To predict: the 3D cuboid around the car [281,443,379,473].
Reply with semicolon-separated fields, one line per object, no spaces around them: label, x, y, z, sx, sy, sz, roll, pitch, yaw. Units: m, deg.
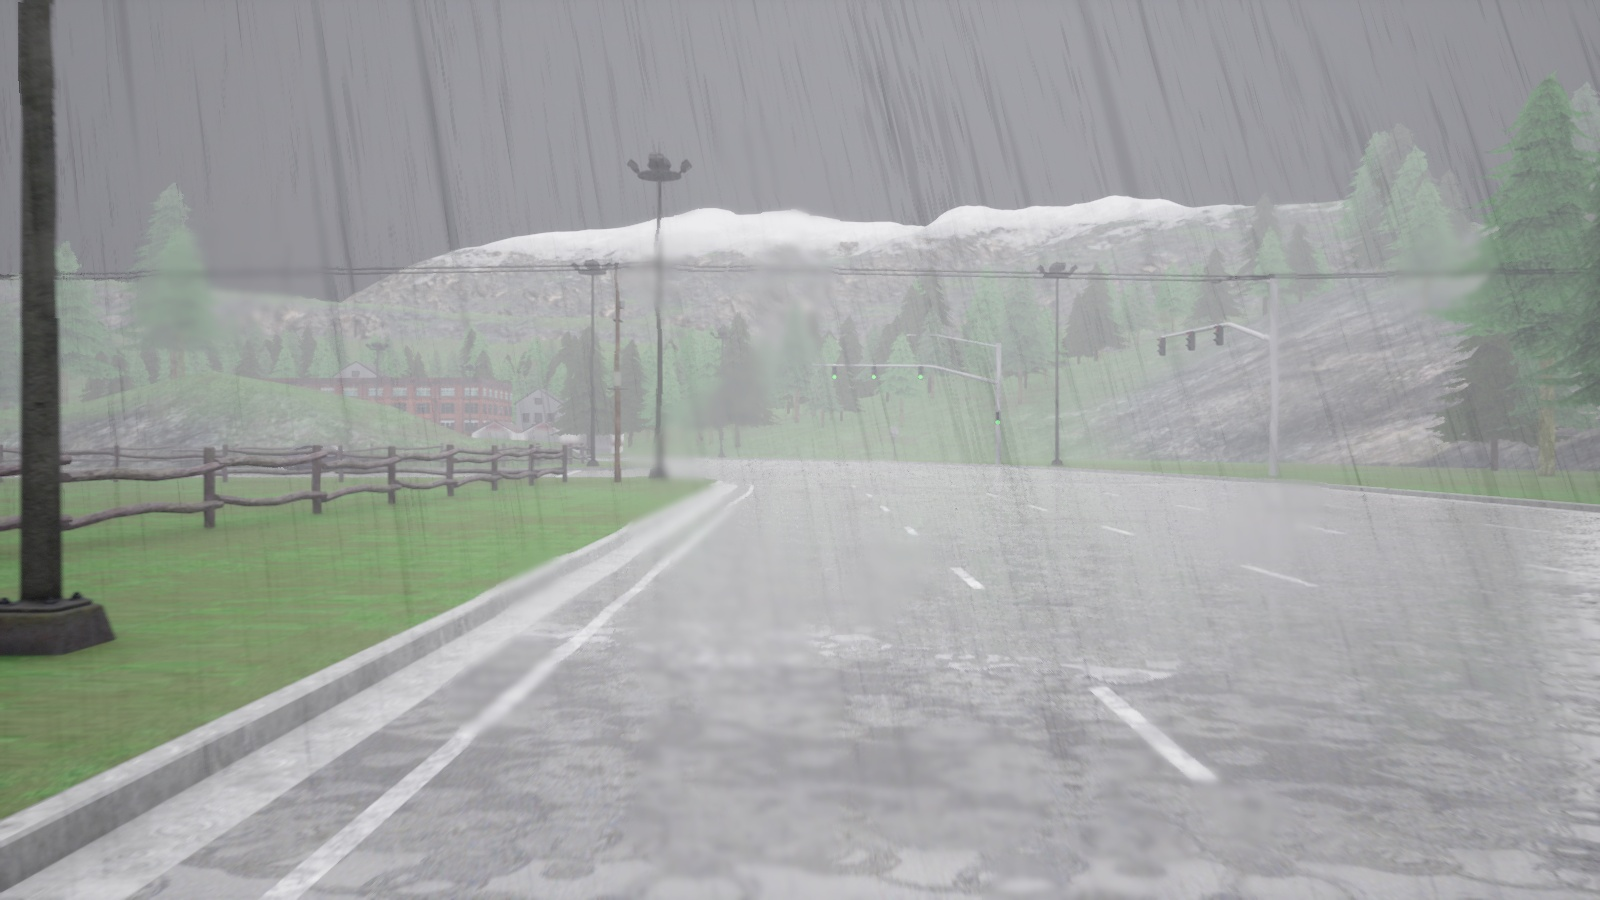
car;-23.283;0.390;62.264;4.193;1.474;1.816;0;0;0
